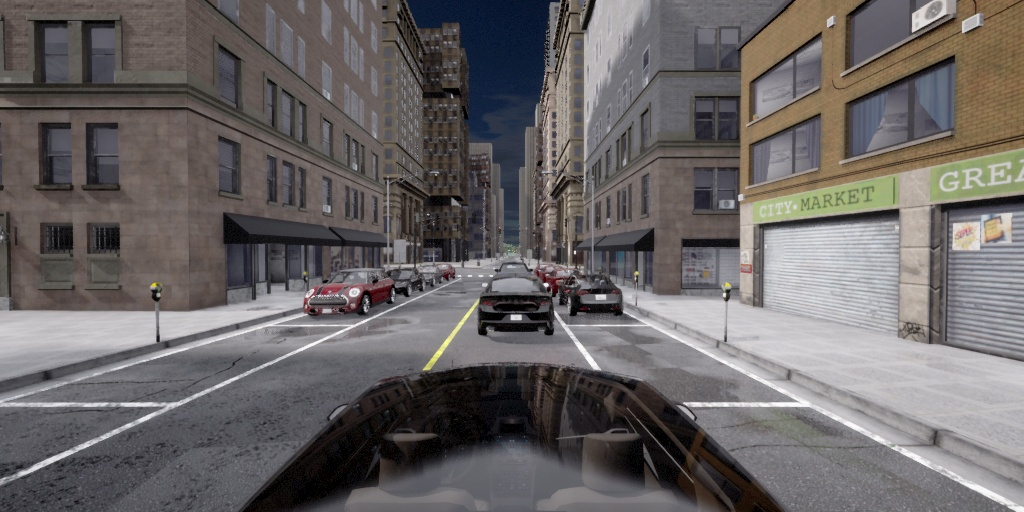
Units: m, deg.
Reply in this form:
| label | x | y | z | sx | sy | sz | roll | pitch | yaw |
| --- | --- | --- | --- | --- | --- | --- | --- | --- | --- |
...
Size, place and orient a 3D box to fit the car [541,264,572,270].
| label | x | y | z | sx | sy | sz | roll | pitch | yaw |
| --- | --- | --- | --- | --- | --- | --- | --- | --- | --- |
| car | 2.764 | 1.293 | 18.674 | 1.888 | 1.381 | 4.507 | 0 | 0 | 0 |

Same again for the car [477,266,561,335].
| label | x | y | z | sx | sy | sz | roll | pitch | yaw |
| --- | --- | --- | --- | --- | --- | --- | --- | --- | --- |
| car | 0.099 | 1.226 | 10.499 | 1.882 | 1.535 | 5.008 | 0 | 0 | 0 |

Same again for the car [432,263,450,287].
| label | x | y | z | sx | sy | sz | roll | pitch | yaw |
| --- | --- | --- | --- | --- | --- | --- | --- | --- | --- |
| car | -5.761 | 1.298 | 24.181 | 2.007 | 1.370 | 4.403 | 0 | 0 | 0 |

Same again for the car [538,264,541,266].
| label | x | y | z | sx | sy | sz | roll | pitch | yaw |
| --- | --- | --- | --- | --- | --- | --- | --- | --- | --- |
| car | 2.764 | 1.293 | 24.180 | 1.888 | 1.381 | 4.507 | 0 | 0 | 0 |

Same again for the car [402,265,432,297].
| label | x | y | z | sx | sy | sz | roll | pitch | yaw |
| --- | --- | --- | --- | --- | --- | --- | --- | --- | --- |
| car | -5.762 | 1.313 | 18.676 | 1.948 | 1.339 | 4.313 | 0 | 0 | 0 |

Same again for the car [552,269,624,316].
| label | x | y | z | sx | sy | sz | roll | pitch | yaw |
| --- | --- | --- | --- | --- | --- | --- | --- | --- | --- |
| car | 2.763 | 1.314 | 13.170 | 1.948 | 1.339 | 4.313 | 0 | 0 | 0 |

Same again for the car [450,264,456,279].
| label | x | y | z | sx | sy | sz | roll | pitch | yaw |
| --- | --- | --- | --- | --- | --- | --- | --- | --- | --- |
| car | -5.761 | 1.293 | 29.687 | 1.888 | 1.381 | 4.507 | 0 | 0 | 0 |

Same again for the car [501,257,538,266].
| label | x | y | z | sx | sy | sz | roll | pitch | yaw |
| --- | --- | --- | --- | --- | --- | --- | --- | --- | --- |
| car | 0.104 | 1.100 | 19.722 | 2.097 | 1.767 | 4.553 | 0 | 0 | 0 |

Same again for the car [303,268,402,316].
| label | x | y | z | sx | sy | sz | roll | pitch | yaw |
| --- | --- | --- | --- | --- | --- | --- | --- | --- | --- |
| car | -5.763 | 1.188 | 13.171 | 1.967 | 1.591 | 4.097 | 0 | 0 | 0 |
